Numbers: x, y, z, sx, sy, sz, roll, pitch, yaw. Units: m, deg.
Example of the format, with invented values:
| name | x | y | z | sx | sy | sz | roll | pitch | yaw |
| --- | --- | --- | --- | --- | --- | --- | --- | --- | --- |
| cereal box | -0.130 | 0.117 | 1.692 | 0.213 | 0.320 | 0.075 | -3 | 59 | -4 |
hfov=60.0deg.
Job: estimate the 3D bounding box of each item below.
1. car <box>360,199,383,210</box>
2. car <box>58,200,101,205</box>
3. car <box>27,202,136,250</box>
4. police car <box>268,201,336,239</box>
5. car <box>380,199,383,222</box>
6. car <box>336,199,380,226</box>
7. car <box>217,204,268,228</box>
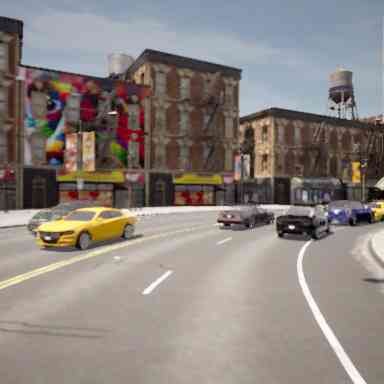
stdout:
| name | x | y | z | sx | sy | sz | roll | pitch | yaw |
| --- | --- | --- | --- | --- | --- | --- | --- | --- | --- |
| car | 25.137 | 1.653 | 45.165 | 4.181 | 1.385 | 1.994 | 0 | 0 | -27 |
| car | -6.510 | 1.265 | 18.079 | 2.097 | 1.767 | 4.553 | 1 | 0 | 25 |
| car | -4.326 | 1.415 | 14.388 | 1.882 | 1.535 | 5.008 | 0 | 0 | 21 |
| police car | 6.011 | 1.432 | 17.638 | 1.930 | 1.638 | 5.238 | 0 | 0 | 33 |
| car | 15.423 | 1.512 | 26.883 | 5.366 | 1.575 | 1.801 | 0 | 0 | -32 |
| car | 11.278 | 1.383 | 23.791 | 4.553 | 1.767 | 2.097 | 0 | 0 | -42 |
| car | 3.706 | 1.528 | 21.951 | 2.033 | 1.411 | 5.357 | 0 | 0 | 36 |
